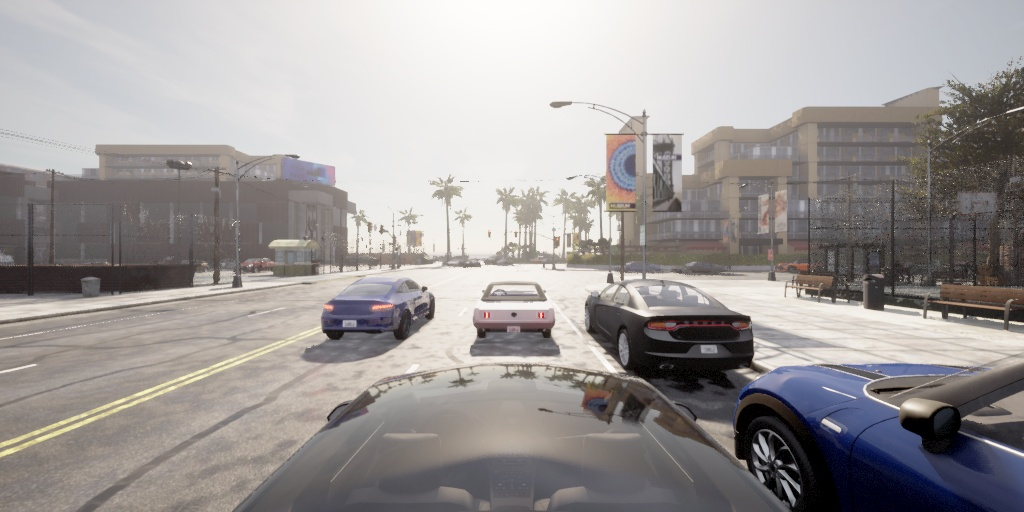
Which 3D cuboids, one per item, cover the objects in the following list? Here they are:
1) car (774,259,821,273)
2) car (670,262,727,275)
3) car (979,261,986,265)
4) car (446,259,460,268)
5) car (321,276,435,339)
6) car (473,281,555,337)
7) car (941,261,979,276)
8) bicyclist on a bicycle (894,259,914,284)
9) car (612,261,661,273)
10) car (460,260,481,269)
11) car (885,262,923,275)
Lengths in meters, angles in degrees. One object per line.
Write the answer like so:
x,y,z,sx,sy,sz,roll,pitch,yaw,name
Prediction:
33.480,1.103,42.098,4.553,1.767,2.097,0,0,0,car
19.999,1.297,38.490,5.357,1.411,2.033,0,0,-1,car
45.198,1.241,31.624,4.902,1.511,2.128,0,0,-1,car
-9.525,1.297,61.657,2.033,1.411,5.357,0,0,13,car
-3.441,1.276,9.938,1.812,1.442,4.674,0,0,0,car
0.061,1.351,10.233,1.895,1.301,4.718,0,0,0,car
45.165,1.241,35.124,4.902,1.511,2.128,0,0,-1,car
26.068,1.050,24.063,0.582,1.620,1.656,0,0,-1,bicyclist on a bicycle
14.555,1.297,42.036,5.357,1.411,2.033,0,0,1,car
-6.471,1.351,58.697,1.895,1.301,4.718,0,0,9,car
41.338,1.314,38.623,4.181,1.385,1.994,0,0,0,car
